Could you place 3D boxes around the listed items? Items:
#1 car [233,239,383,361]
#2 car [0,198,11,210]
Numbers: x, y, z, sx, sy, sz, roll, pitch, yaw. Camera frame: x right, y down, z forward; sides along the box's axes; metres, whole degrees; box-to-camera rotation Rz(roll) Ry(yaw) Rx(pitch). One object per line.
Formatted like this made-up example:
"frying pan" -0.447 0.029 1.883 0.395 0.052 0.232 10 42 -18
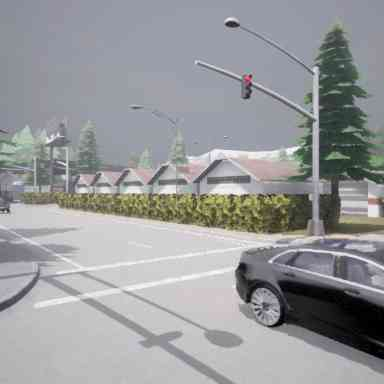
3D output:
"car" 2.770 1.551 4.952 2.128 1.511 4.902 0 1 -38
"car" -20.083 1.339 34.438 1.837 1.490 4.892 0 0 -38
